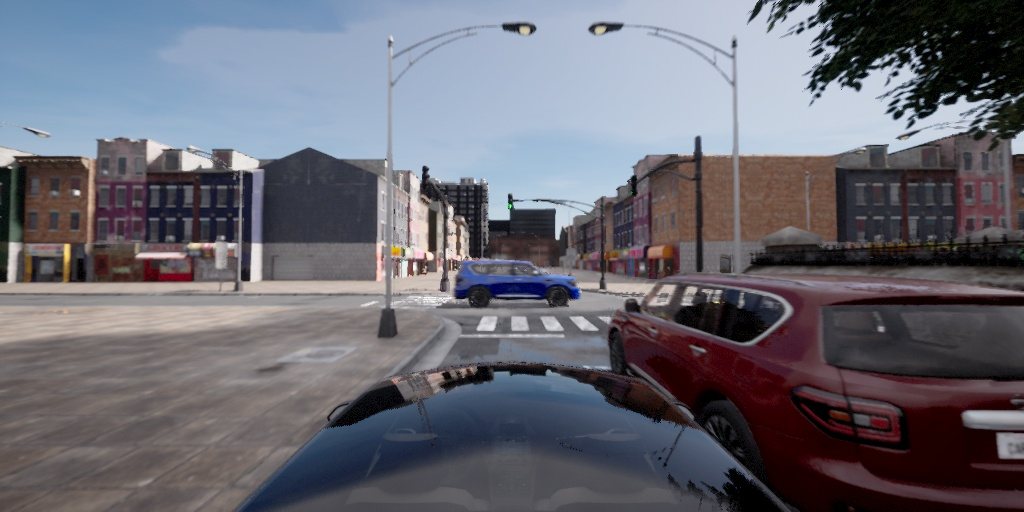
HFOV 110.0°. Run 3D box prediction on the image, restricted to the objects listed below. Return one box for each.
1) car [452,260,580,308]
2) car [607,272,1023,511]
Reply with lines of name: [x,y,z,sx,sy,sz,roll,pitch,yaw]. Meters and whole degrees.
car: [0.165,1.205,15.954,5.566,2.045,2.150,0,-1,0]
car: [2.638,1.099,4.232,2.192,1.841,5.009,0,0,0]
